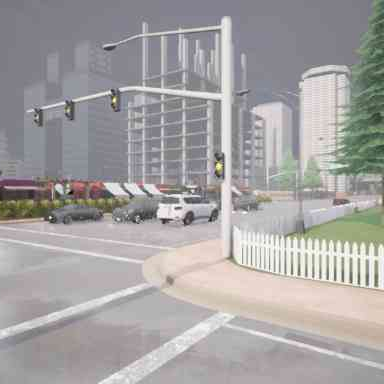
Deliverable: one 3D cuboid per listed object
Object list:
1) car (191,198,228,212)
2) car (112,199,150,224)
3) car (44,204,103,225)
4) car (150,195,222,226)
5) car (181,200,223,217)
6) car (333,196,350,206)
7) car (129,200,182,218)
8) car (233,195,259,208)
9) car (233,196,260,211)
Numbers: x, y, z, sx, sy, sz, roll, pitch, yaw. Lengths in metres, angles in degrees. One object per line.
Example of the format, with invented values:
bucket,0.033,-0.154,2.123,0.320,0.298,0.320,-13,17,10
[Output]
car,2.242,1.546,40.399,2.033,1.411,5.357,0,0,34
car,-3.874,1.351,25.127,2.097,1.767,4.553,0,0,34
car,-8.588,1.563,24.410,1.994,1.385,4.181,0,0,34
car,-0.187,1.220,23.977,2.150,2.045,5.566,0,0,34
car,1.078,1.525,32.421,1.812,1.442,4.674,0,0,34
car,24.122,1.477,53.636,1.882,1.535,5.008,0,0,34
car,-3.405,1.546,32.064,2.033,1.411,5.357,0,0,34
car,7.946,1.351,48.751,2.097,1.767,4.553,0,0,35
car,6.715,1.504,40.747,1.837,1.490,4.892,0,0,34
